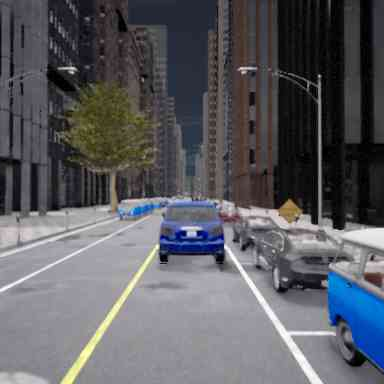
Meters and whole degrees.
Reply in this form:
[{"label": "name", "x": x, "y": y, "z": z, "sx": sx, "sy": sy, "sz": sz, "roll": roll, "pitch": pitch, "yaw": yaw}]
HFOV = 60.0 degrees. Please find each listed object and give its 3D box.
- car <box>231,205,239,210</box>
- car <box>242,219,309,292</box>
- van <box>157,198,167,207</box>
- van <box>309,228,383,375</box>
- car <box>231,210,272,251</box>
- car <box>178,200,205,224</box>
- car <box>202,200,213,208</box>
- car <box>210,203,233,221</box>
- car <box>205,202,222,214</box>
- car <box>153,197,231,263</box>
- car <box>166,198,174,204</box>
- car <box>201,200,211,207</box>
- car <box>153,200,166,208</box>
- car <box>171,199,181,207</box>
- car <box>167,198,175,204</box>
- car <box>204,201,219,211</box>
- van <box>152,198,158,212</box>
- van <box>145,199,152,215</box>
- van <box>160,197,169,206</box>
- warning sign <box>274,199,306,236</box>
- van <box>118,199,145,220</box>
[{"label": "car", "x": 2.741, "y": 1.694, "z": 25.791, "sx": 1.967, "sy": 1.590, "sz": 4.097, "roll": 0, "pitch": -1, "yaw": 0}, {"label": "car", "x": 2.755, "y": 1.639, "z": 8.935, "sx": 2.008, "sy": 1.369, "sz": 4.403, "roll": 0, "pitch": -1, "yaw": 0}, {"label": "van", "x": -5.818, "y": 1.995, "z": 65.105, "sx": 1.690, "sy": 1.788, "sz": 3.998, "roll": 0, "pitch": -1, "yaw": 0}, {"label": "van", "x": 2.760, "y": 1.375, "z": 3.318, "sx": 1.690, "sy": 1.788, "sz": 3.998, "roll": 0, "pitch": -1, "yaw": 0}, {"label": "car", "x": 2.750, "y": 1.694, "z": 14.553, "sx": 2.008, "sy": 1.369, "sz": 4.403, "roll": 0, "pitch": -1, "yaw": 0}, {"label": "car", "x": -0.009, "y": 1.632, "z": 28.440, "sx": 2.097, "sy": 1.767, "sz": 4.553, "roll": 0, "pitch": -1, "yaw": 0}, {"label": "car", "x": 2.712, "y": 2.123, "z": 59.671, "sx": 1.752, "sy": 1.417, "sz": 4.829, "roll": 0, "pitch": -1, "yaw": 0}, {"label": "car", "x": 2.736, "y": 1.837, "z": 31.579, "sx": 1.752, "sy": 1.417, "sz": 4.829, "roll": 0, "pitch": -1, "yaw": 0}, {"label": "car", "x": 2.726, "y": 1.989, "z": 42.646, "sx": 1.947, "sy": 1.339, "sz": 4.313, "roll": 0, "pitch": -1, "yaw": 0}, {"label": "car", "x": -0.004, "y": 1.349, "z": 12.610, "sx": 2.150, "sy": 2.045, "sz": 5.566, "roll": 0, "pitch": 0, "yaw": 0}, {"label": "car", "x": -5.838, "y": 2.416, "z": 87.406, "sx": 1.752, "sy": 1.417, "sz": 4.829, "roll": 0, "pitch": -1, "yaw": 0}, {"label": "car", "x": 2.707, "y": 2.220, "z": 65.119, "sx": 1.947, "sy": 1.339, "sz": 4.313, "roll": 0, "pitch": -1, "yaw": 0}, {"label": "car", "x": -5.813, "y": 2.141, "z": 59.485, "sx": 1.887, "sy": 1.381, "sz": 4.507, "roll": 0, "pitch": -1, "yaw": 0}, {"label": "car", "x": -3.080, "y": 2.174, "z": 64.559, "sx": 1.812, "sy": 1.442, "sz": 4.674, "roll": 0, "pitch": -1, "yaw": 0}, {"label": "car", "x": -5.843, "y": 2.504, "z": 93.200, "sx": 2.008, "sy": 1.369, "sz": 4.403, "roll": 0, "pitch": -1, "yaw": 0}, {"label": "car", "x": 2.721, "y": 2.047, "z": 48.264, "sx": 1.947, "sy": 1.339, "sz": 4.313, "roll": 0, "pitch": -1, "yaw": 0}, {"label": "van", "x": -5.799, "y": 1.764, "z": 42.634, "sx": 1.690, "sy": 1.788, "sz": 3.998, "roll": 0, "pitch": -1, "yaw": 0}, {"label": "van", "x": -5.794, "y": 1.707, "z": 37.015, "sx": 1.690, "sy": 1.788, "sz": 3.998, "roll": 0, "pitch": -1, "yaw": 0}, {"label": "van", "x": -5.823, "y": 2.054, "z": 70.724, "sx": 1.690, "sy": 1.788, "sz": 3.998, "roll": 0, "pitch": -1, "yaw": 0}, {"label": "warning sign", "x": 5.051, "y": 1.285, "z": 17.208, "sx": 1.300, "sy": 1.860, "sz": 1.060, "roll": 0, "pitch": -1, "yaw": 0}, {"label": "van", "x": -5.789, "y": 1.651, "z": 31.397, "sx": 1.690, "sy": 1.788, "sz": 3.998, "roll": 0, "pitch": -1, "yaw": 0}]
